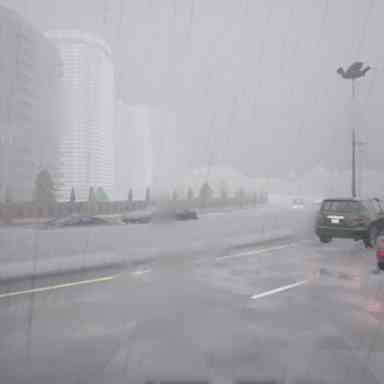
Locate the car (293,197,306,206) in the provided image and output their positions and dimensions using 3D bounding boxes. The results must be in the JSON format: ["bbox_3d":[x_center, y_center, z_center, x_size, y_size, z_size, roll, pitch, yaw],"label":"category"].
[{"bbox_3d":[19.334,1.637,59.874,2.128,1.511,4.902,0,0,19],"label":"car"}]

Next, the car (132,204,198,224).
[{"bbox_3d":[-1.834,1.548,20.913,5.008,1.535,1.882,0,0,-43],"label":"car"}]

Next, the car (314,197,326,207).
[{"bbox_3d":[20.993,1.648,54.361,1.812,1.442,4.674,0,0,22],"label":"car"}]

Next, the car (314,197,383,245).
[{"bbox_3d":[7.653,1.253,15.181,5.566,2.045,2.150,0,0,-44],"label":"car"}]

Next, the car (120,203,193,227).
[{"bbox_3d":[-2.549,1.632,24.974,5.357,1.411,2.033,0,0,-45],"label":"car"}]

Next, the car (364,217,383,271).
[{"bbox_3d":[7.059,1.542,9.844,4.674,1.442,1.812,0,0,-42],"label":"car"}]

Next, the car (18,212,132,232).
[{"bbox_3d":[-4.939,1.619,13.676,4.181,1.385,1.994,0,0,-39],"label":"car"}]

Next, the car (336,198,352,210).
[{"bbox_3d":[20.973,1.573,45.743,1.882,1.535,5.008,0,0,26],"label":"car"}]
